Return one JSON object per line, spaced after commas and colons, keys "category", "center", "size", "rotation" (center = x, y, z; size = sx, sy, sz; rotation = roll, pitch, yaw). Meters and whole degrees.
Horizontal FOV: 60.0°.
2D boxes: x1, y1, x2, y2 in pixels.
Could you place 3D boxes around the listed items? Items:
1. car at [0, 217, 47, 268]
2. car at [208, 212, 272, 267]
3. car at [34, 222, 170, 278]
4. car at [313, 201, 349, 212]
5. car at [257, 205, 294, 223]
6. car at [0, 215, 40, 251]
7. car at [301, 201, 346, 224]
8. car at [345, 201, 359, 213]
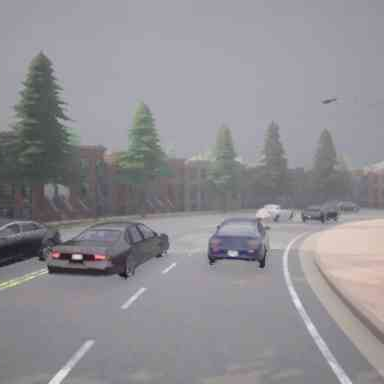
{"category": "car", "center": [-5.990, 1.596, 10.059], "size": [2.128, 1.511, 4.902], "rotation": [0, -1, 12]}
{"category": "car", "center": [1.798, 1.661, 12.012], "size": [1.812, 1.442, 4.674], "rotation": [0, -1, 15]}
{"category": "car", "center": [-2.256, 1.662, 10.568], "size": [2.033, 1.411, 5.357], "rotation": [0, -1, 13]}
{"category": "car", "center": [19.708, 2.051, 47.247], "size": [4.892, 1.490, 1.837], "rotation": [1, -1, -23]}
{"category": "car", "center": [7.353, 1.859, 29.414], "size": [1.812, 1.442, 4.674], "rotation": [-1, -1, 40]}
{"category": "car", "center": [-8.766, 1.742, 13.771], "size": [1.895, 1.301, 4.718], "rotation": [0, -1, 15]}
{"category": "car", "center": [10.956, 1.817, 28.234], "size": [2.128, 1.511, 4.902], "rotation": [-1, -1, 42]}
{"category": "car", "center": [19.579, 2.008, 43.349], "size": [4.892, 1.490, 1.837], "rotation": [1, -1, -25]}
